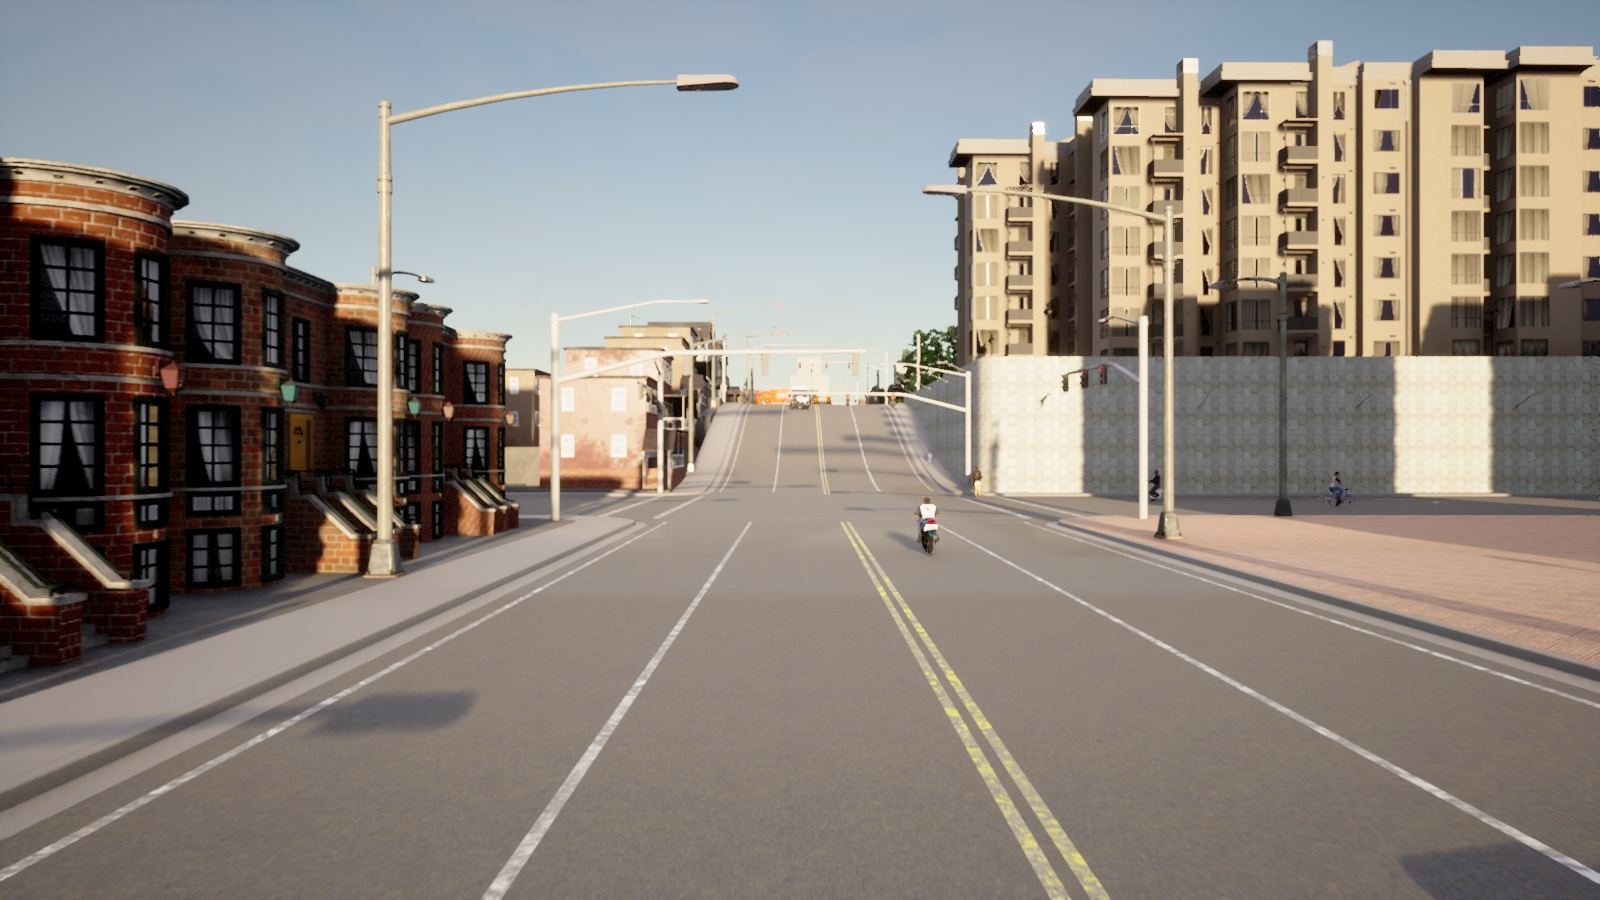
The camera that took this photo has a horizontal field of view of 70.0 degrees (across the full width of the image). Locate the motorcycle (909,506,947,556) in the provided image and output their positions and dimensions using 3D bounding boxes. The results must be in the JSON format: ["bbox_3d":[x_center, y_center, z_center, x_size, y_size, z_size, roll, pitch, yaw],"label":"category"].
[{"bbox_3d":[3.502,2.200,31.396,0.803,1.224,2.033,0,0,0],"label":"motorcycle"}]

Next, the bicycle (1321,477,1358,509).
[{"bbox_3d":[26.086,2.088,55.248,1.643,1.521,0.373,0,0,1],"label":"bicycle"}]

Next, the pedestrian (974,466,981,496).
[{"bbox_3d":[10.975,1.905,70.723,0.375,1.860,0.375,0,0,-4],"label":"pedestrian"}]

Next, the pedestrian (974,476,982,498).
[{"bbox_3d":[10.570,2.183,67.774,0.375,1.300,0.375,0,0,-7],"label":"pedestrian"}]

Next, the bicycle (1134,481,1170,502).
[{"bbox_3d":[19.154,2.283,62.208,1.835,1.126,0.329,0,0,0],"label":"bicycle"}]
